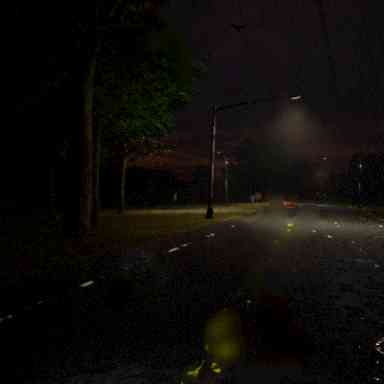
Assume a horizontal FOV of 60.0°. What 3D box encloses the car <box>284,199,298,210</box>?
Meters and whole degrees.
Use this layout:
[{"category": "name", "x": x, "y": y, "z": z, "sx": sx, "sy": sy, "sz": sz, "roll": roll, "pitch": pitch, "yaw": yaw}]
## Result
[{"category": "car", "x": 16.924, "y": 1.976, "z": 56.752, "sx": 2.097, "sy": 1.767, "sz": 4.553, "roll": 4, "pitch": 0, "yaw": 20}]
